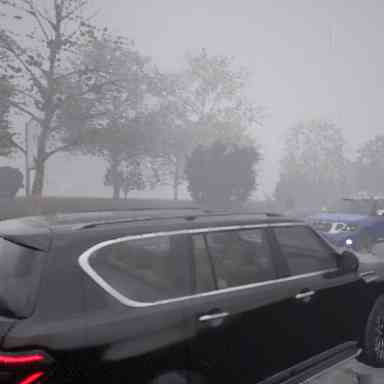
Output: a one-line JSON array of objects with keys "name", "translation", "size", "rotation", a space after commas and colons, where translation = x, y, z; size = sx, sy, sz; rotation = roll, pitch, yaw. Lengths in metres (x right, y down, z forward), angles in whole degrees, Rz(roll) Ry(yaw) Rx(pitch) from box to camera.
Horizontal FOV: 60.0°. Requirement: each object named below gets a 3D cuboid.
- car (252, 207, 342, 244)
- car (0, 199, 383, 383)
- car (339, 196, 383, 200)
[{"name": "car", "translation": [5.158, 1.520, 16.188], "size": [4.181, 1.385, 1.994], "rotation": [0, 0, -35]}, {"name": "car", "translation": [0.420, 1.211, 4.045], "size": [5.566, 2.045, 2.150], "rotation": [0, 0, -35]}, {"name": "car", "translation": [6.641, 1.180, 12.976], "size": [5.566, 2.045, 2.150], "rotation": [0, 0, -35]}]
